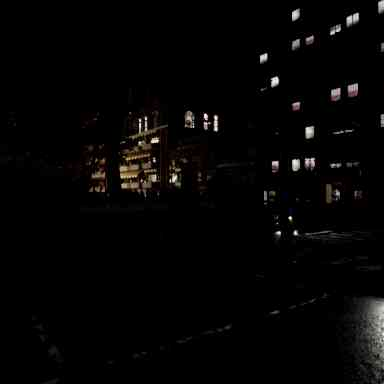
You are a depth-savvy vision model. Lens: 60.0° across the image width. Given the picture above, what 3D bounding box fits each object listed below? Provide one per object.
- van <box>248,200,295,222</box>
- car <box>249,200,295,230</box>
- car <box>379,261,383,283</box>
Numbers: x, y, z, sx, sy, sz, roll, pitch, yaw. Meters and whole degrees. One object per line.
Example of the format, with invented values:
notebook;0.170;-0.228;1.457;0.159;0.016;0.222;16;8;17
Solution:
van;7.136;1.643;30.187;1.690;1.788;3.998;-1;0;-36
car;4.918;1.605;23.421;2.097;1.767;4.553;0;-1;-36
car;6.762;1.568;8.213;5.357;1.411;2.033;1;-1;-36
